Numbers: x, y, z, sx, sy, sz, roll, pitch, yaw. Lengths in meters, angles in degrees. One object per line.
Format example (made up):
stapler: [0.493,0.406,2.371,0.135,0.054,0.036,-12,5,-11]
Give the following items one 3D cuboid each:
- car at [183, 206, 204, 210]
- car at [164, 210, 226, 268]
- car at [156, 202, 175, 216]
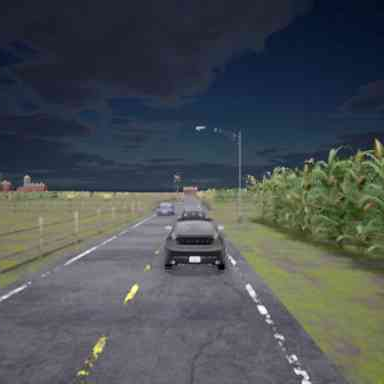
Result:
car: [0.107,1.859,28.809,1.895,1.301,4.718,0,-1,0]
car: [0.092,1.614,11.623,1.837,1.490,4.892,0,0,0]
car: [-2.828,1.852,36.709,1.812,1.442,4.674,0,0,0]
